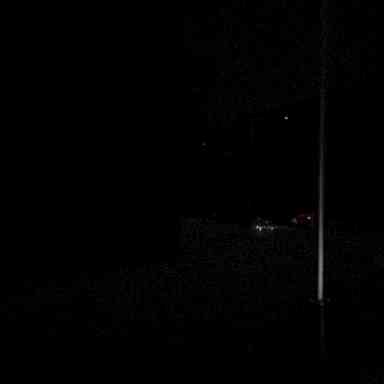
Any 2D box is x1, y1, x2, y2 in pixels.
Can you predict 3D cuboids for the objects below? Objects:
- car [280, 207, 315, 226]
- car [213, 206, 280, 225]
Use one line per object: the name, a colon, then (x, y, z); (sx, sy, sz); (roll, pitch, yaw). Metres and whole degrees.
car: (7.452, 1.887, 26.073); (1.994, 1.385, 4.181); (2, -2, -35)
car: (3.872, 1.827, 26.028); (2.033, 1.411, 5.357); (2, -2, -35)
